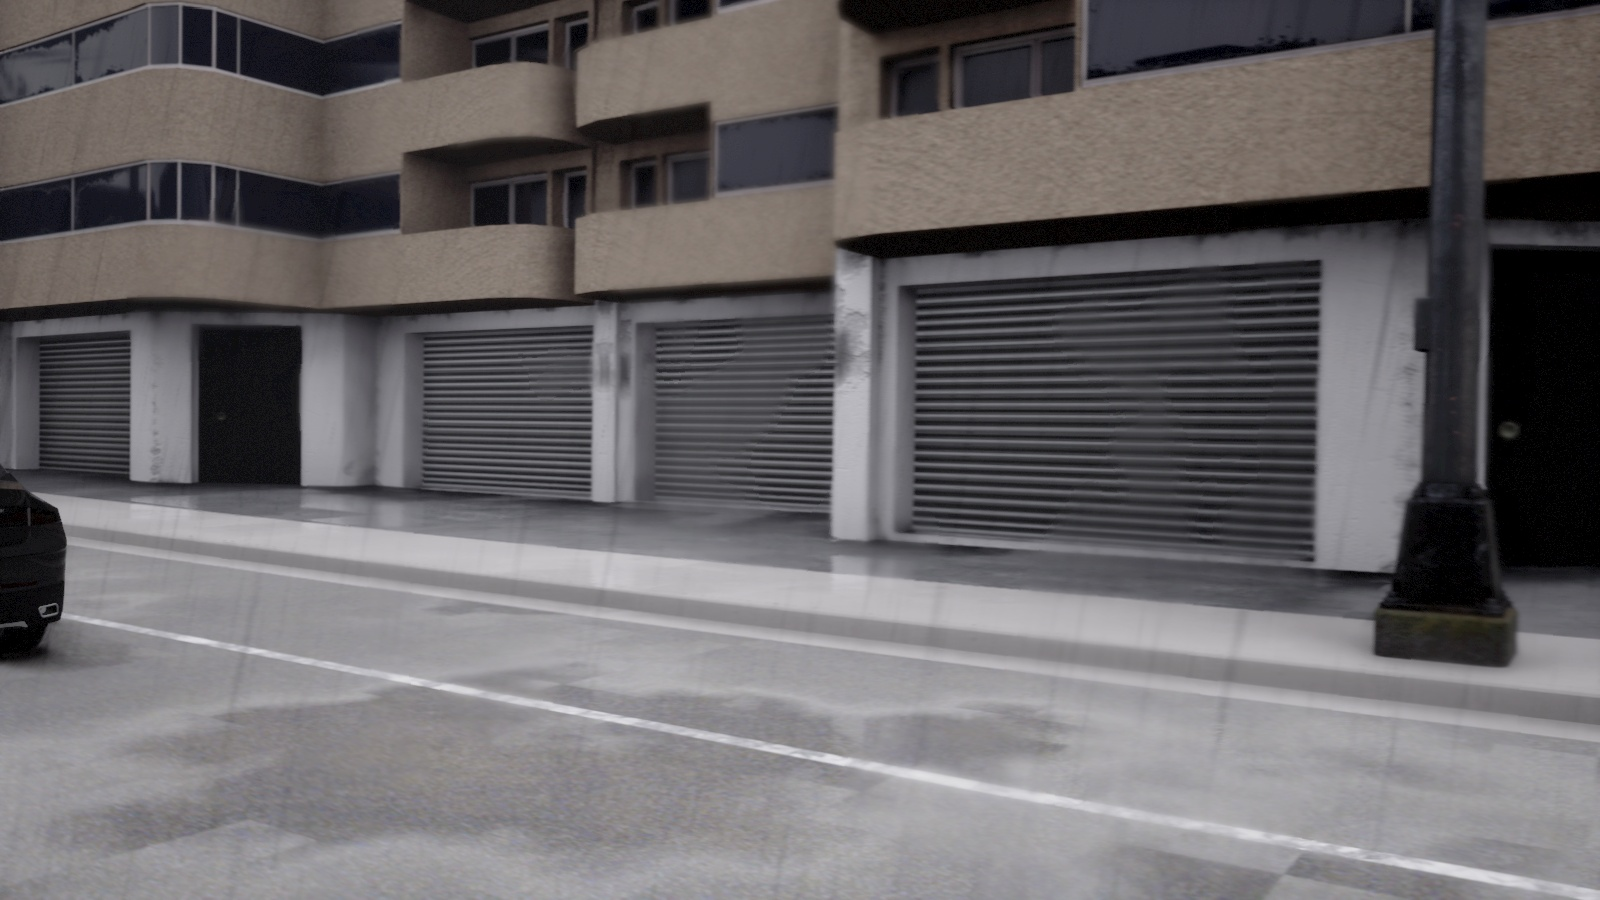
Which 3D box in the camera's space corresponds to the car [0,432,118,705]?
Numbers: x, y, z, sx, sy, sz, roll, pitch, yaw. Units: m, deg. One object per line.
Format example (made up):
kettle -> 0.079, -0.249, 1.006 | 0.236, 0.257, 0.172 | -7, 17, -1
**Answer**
car -> -6.575, 0.627, 7.992 | 4.892, 1.490, 1.837 | 1, 1, 34
